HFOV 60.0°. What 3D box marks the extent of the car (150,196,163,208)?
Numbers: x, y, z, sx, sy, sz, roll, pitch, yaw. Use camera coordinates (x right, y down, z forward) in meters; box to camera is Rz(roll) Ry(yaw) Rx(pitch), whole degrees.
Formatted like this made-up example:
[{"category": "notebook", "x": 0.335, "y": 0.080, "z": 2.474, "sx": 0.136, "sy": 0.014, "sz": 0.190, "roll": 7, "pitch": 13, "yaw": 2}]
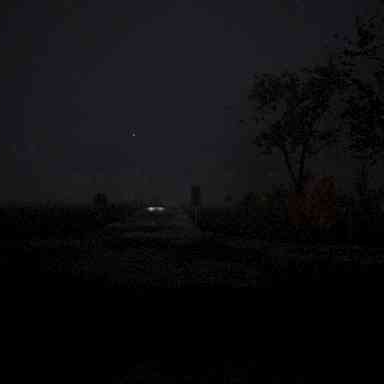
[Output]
[{"category": "car", "x": -6.624, "y": 1.823, "z": 62.676, "sx": 2.150, "sy": 2.045, "sz": 5.566, "roll": 0, "pitch": -1, "yaw": -3}]
